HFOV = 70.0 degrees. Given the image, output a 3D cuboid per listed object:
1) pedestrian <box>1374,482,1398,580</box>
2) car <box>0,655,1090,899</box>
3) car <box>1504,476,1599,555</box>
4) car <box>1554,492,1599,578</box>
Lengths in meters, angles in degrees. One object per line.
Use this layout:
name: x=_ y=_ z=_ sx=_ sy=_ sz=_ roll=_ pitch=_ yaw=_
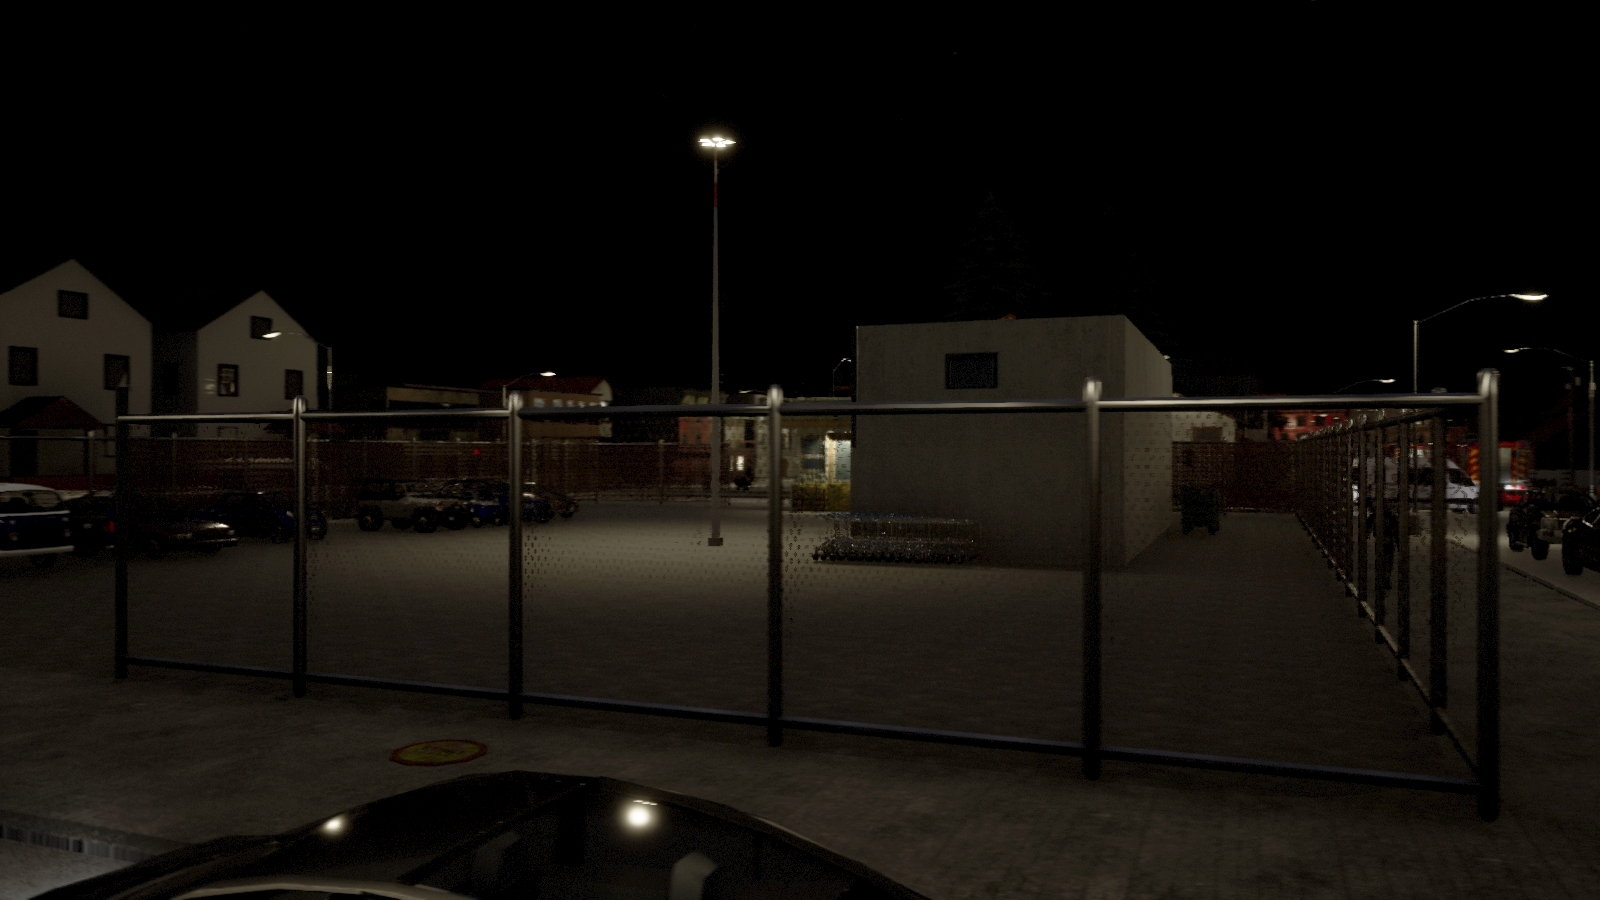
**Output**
pedestrian: x=11.346 y=1.557 z=22.128 sx=0.375 sy=1.860 sz=0.375 roll=0 pitch=0 yaw=22
car: x=-1.500 y=1.848 z=4.285 sx=4.792 sy=1.488 sz=2.163 roll=0 pitch=0 yaw=21
car: x=20.458 y=1.690 z=30.664 sx=1.932 sy=1.855 sz=4.605 roll=0 pitch=0 yaw=22
car: x=17.945 y=1.809 z=24.358 sx=2.152 sy=1.651 sz=5.027 roll=0 pitch=0 yaw=22
